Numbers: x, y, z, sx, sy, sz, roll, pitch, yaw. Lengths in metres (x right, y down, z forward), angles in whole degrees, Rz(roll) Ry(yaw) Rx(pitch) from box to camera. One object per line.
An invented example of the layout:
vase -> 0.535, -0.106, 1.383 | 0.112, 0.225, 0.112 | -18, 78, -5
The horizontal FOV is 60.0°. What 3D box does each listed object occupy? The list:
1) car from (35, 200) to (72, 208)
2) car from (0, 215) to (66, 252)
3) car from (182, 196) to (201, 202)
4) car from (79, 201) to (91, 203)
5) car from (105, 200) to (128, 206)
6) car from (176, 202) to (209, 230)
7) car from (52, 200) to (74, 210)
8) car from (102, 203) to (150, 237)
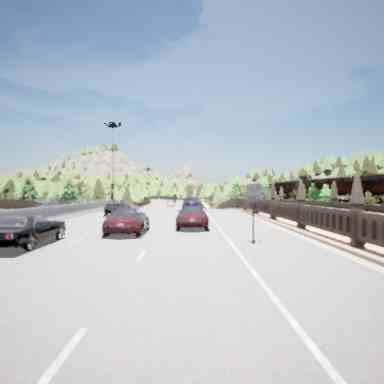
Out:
car -> -14.230, 1.524, 34.213 | 2.033, 1.411, 5.357 | 0, 0, 0
car -> -6.952, 1.594, 13.874 | 1.895, 1.301, 4.718 | 0, 0, 0
car -> -0.054, 1.315, 38.446 | 2.097, 1.767, 4.553 | 0, -1, 0
car -> -17.765, 2.198, 55.333 | 2.128, 1.511, 4.902 | 0, -4, 0
car -> -7.026, 1.459, 31.840 | 2.128, 1.511, 4.902 | 0, 0, 0
car -> 0.019, 1.534, 20.815 | 1.994, 1.385, 4.181 | 0, 0, 0
car -> -21.260, 2.196, 55.045 | 1.837, 1.490, 4.892 | 0, -4, 0
car -> -3.471, 1.544, 18.066 | 1.994, 1.385, 4.181 | 0, 0, 0
